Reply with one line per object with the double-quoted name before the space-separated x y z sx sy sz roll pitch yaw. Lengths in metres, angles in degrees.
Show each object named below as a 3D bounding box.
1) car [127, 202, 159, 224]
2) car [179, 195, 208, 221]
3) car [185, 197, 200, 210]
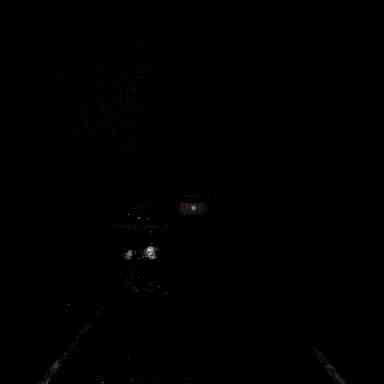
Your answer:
"car" -3.586 1.502 24.919 1.837 1.490 4.892 0 0 0
"car" 0.110 1.218 27.153 2.150 2.045 5.566 0 0 0
"car" 0.113 1.427 43.823 1.882 1.535 5.008 0 0 0
